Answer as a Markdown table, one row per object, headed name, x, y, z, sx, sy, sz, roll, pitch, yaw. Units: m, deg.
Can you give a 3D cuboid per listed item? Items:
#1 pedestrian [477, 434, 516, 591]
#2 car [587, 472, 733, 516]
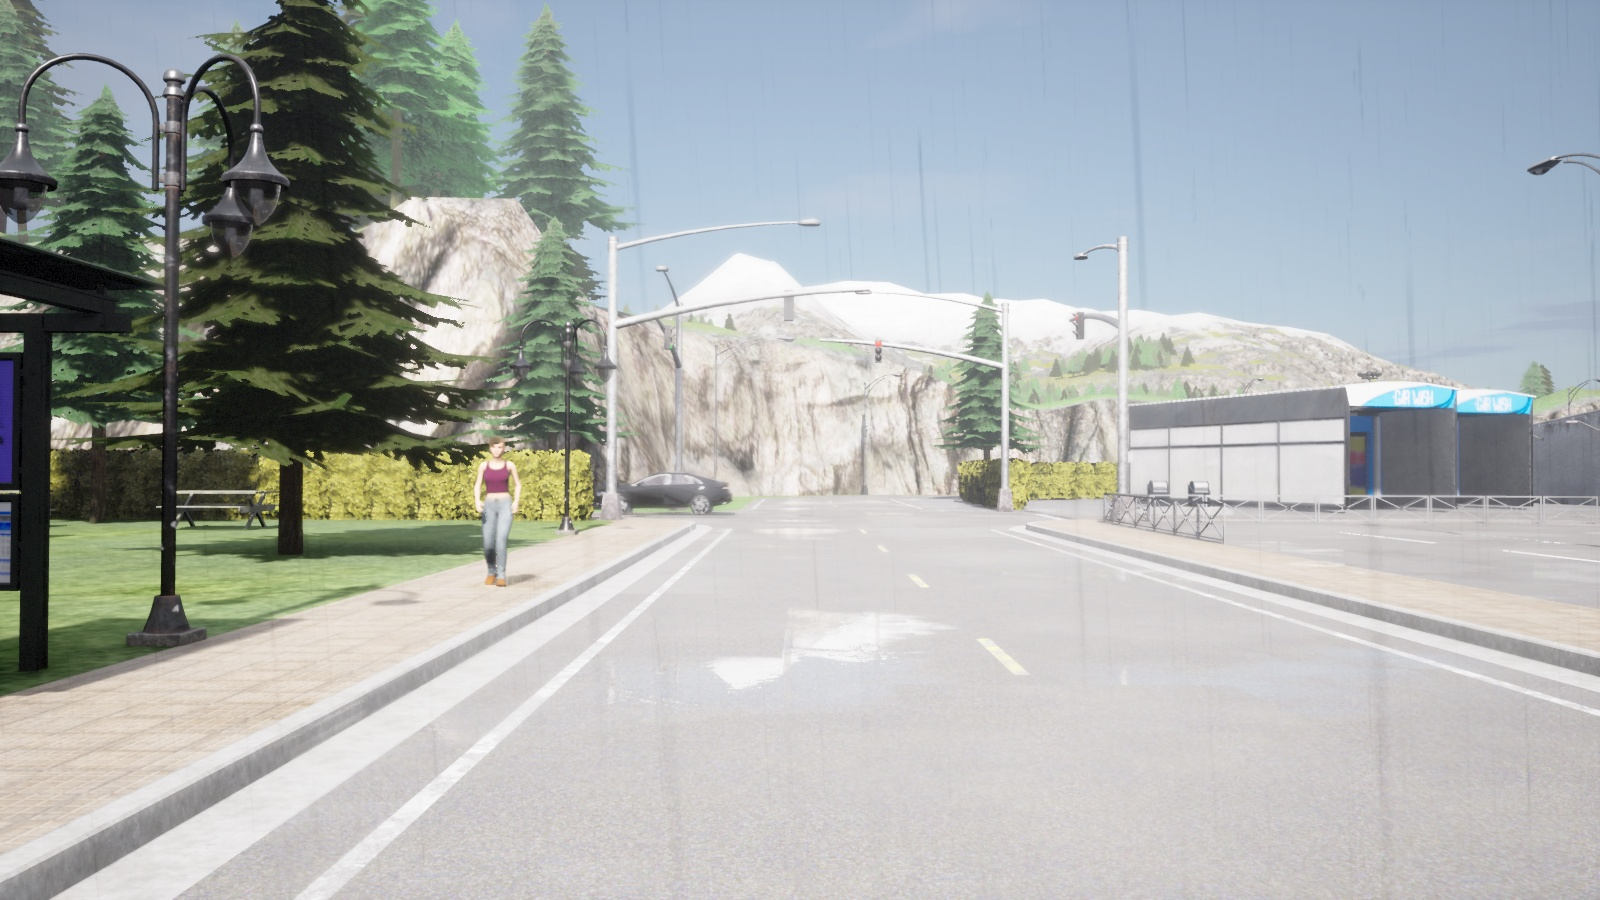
| name | x | y | z | sx | sy | sz | roll | pitch | yaw |
| --- | --- | --- | --- | --- | --- | --- | --- | --- | --- |
| pedestrian | -3.631 | 0.736 | 15.030 | 0.345 | 1.836 | 0.594 | 0 | -1 | -2 |
| car | -4.906 | 1.536 | 44.494 | 4.902 | 1.511 | 2.128 | 0 | -1 | 1 |
